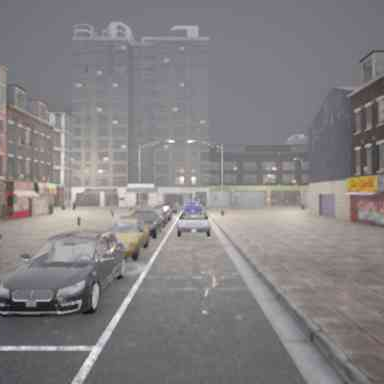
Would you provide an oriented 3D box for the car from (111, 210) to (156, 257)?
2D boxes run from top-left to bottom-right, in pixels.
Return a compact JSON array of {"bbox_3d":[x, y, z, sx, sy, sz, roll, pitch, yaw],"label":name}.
[{"bbox_3d":[-2.640,1.640,12.925,1.752,1.417,4.829,0,-1,0],"label":"car"}]

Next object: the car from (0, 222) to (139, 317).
[{"bbox_3d":[-2.640,1.619,7.643,2.008,1.369,4.403,0,-1,0],"label":"car"}]

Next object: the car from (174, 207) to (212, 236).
[{"bbox_3d":[0.100,1.774,19.673,1.895,1.301,4.718,0,-1,0],"label":"car"}]

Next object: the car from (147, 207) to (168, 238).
[{"bbox_3d":[-2.640,1.729,18.547,1.947,1.339,4.313,0,0,0],"label":"car"}]

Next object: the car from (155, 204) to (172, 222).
[{"bbox_3d":[-2.640,1.793,23.998,1.802,1.307,4.206,0,0,0],"label":"car"}]

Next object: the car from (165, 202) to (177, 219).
[{"bbox_3d":[-2.641,1.824,29.450,1.947,1.339,4.313,0,0,0],"label":"car"}]

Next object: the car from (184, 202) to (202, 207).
[{"bbox_3d":[0.096,1.800,36.808,1.882,1.535,5.008,0,-1,0],"label":"car"}]
